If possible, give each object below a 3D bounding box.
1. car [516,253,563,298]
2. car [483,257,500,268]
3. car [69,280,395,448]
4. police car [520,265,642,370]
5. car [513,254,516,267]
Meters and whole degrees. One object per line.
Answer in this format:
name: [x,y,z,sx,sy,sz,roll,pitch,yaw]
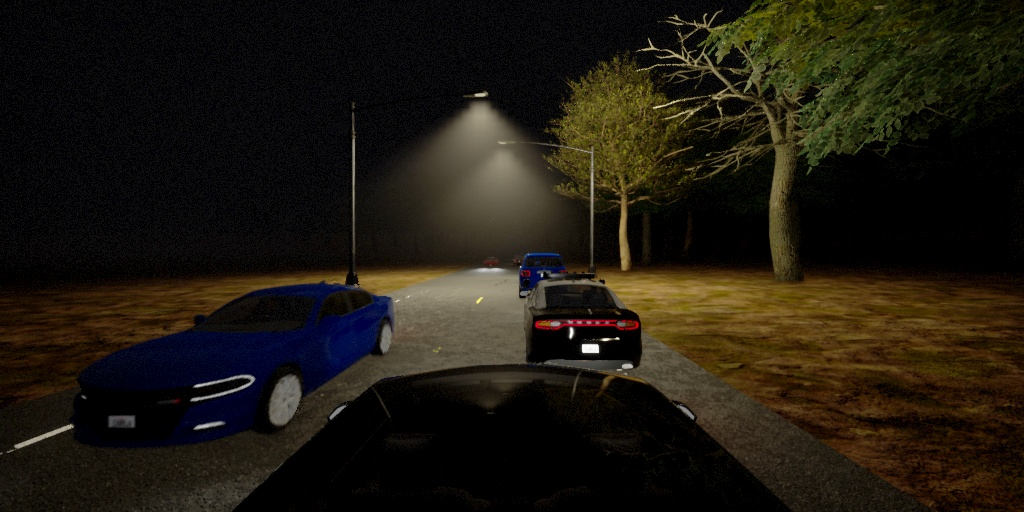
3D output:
car: [1.425,0.889,17.800,2.150,2.045,5.566,0,1,1]
car: [-2.615,0.814,46.764,1.895,1.301,4.718,0,2,1]
car: [-3.481,1.220,5.742,1.882,1.535,5.008,0,0,1]
police car: [1.215,1.159,7.887,1.930,1.638,5.238,0,0,1]
car: [1.069,0.677,49.636,2.033,1.411,5.357,0,2,2]
